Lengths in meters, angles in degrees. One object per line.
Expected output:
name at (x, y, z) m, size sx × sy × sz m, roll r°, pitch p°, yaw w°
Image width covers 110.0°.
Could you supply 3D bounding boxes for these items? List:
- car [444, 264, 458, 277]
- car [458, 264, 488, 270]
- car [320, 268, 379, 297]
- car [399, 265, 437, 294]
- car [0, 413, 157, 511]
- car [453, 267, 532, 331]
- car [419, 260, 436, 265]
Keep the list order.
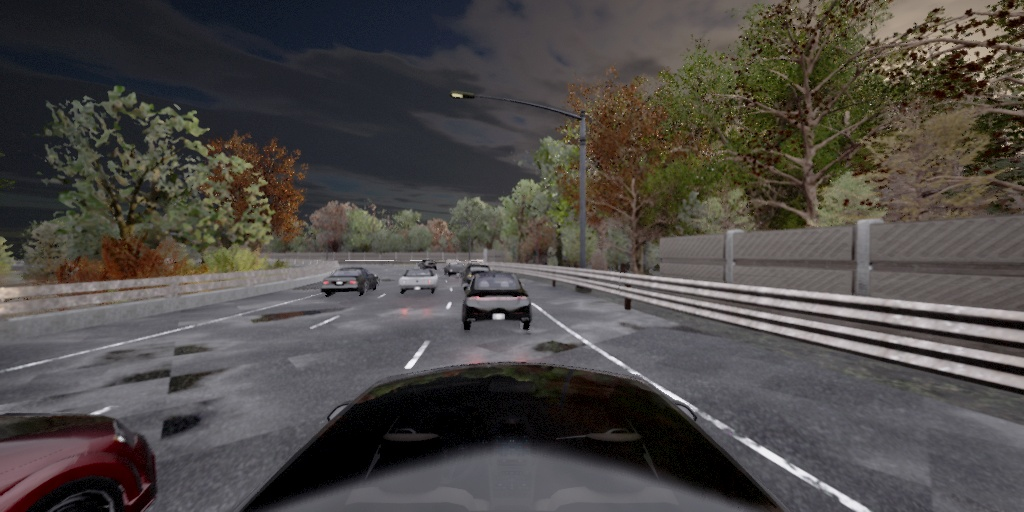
car at (-5.856, 1.421, 36.600) m, size 1.895 × 1.301 × 4.718 m, roll 0°, pitch 0°, yaw -17°
car at (-2.252, 1.299, 22.938) m, size 1.837 × 1.490 × 4.892 m, roll 0°, pitch 0°, yaw -11°
car at (-8.585, 1.334, 19.395) m, size 2.033 × 1.411 × 5.357 m, roll 0°, pitch 0°, yaw -10°
car at (-5.350, 1.390, 20.930) m, size 1.895 × 1.301 × 4.718 m, roll 0°, pitch 0°, yaw -10°
car at (-3.560, 1.313, 0.815) m, size 1.994 × 1.385 × 4.181 m, roll 0°, pitch 0°, yaw 0°
car at (-0.543, 1.261, 11.113) m, size 2.128 × 1.511 × 4.902 m, roll 0°, pitch 0°, yaw -5°
car at (-12.351, 1.358, 52.215) m, size 1.837 × 1.490 × 4.892 m, roll 0°, pitch 0°, yaw -27°
